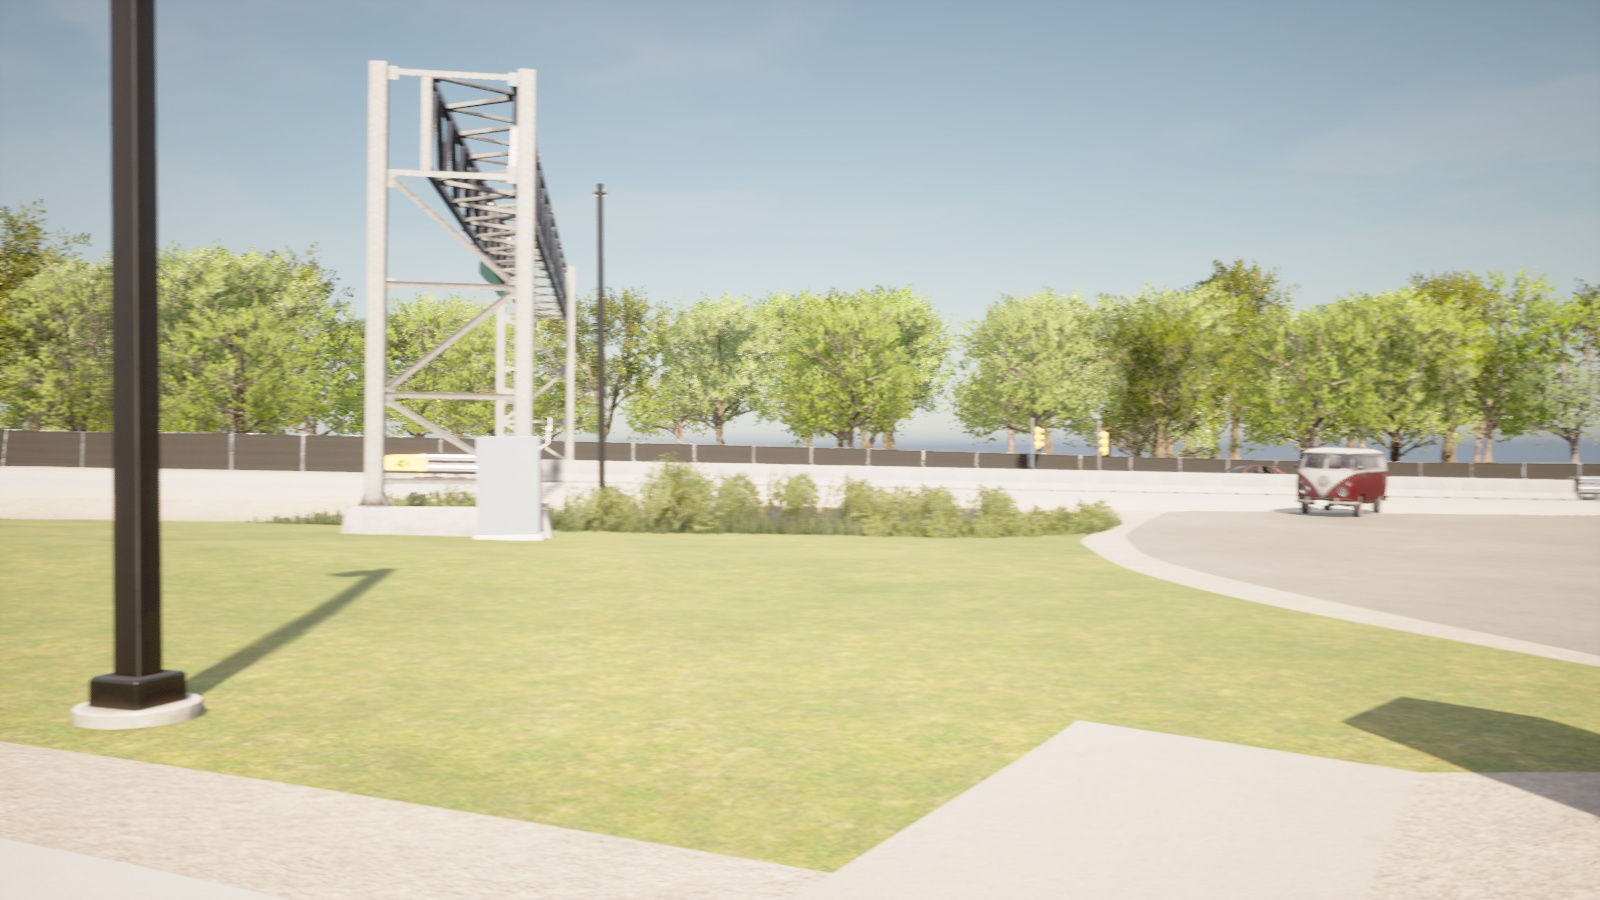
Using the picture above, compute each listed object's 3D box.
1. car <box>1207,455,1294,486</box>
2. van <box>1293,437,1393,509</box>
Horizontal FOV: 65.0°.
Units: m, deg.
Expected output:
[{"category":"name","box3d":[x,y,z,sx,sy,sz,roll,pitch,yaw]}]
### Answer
[{"category":"car","box3d":[23.893,1.097,66.661,3.988,1.617,1.851,0,0,-15]},{"category":"van","box3d":[16.261,0.619,37.492,1.775,1.987,4.442,1,1,36]}]
